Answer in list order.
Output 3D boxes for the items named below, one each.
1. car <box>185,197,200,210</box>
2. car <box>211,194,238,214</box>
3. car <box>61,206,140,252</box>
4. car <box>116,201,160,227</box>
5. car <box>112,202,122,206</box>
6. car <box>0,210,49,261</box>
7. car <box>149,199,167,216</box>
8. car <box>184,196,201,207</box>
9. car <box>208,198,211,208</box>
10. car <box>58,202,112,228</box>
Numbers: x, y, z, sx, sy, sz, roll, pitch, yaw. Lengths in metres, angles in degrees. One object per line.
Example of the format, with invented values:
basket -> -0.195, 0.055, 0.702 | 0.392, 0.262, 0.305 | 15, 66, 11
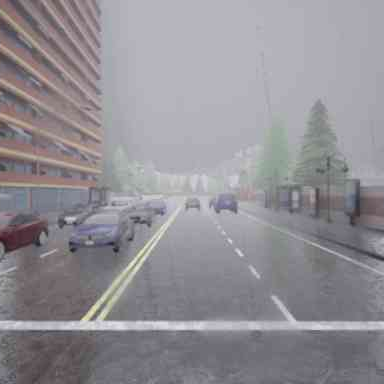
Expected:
car -> 0.104, 1.493, 42.852 | 2.128, 1.511, 4.902 | 0, 0, 0
car -> 3.603, 1.224, 36.043 | 2.150, 2.045, 5.566 | 0, 0, 0
car -> -3.583, 1.526, 13.961 | 1.812, 1.442, 4.674 | 0, 0, 0
car -> -3.577, 1.565, 22.721 | 1.994, 1.385, 4.181 | 0, 0, 1
car -> -7.069, 1.602, 31.938 | 1.895, 1.301, 4.718 | 0, 0, 0
car -> -7.087, 1.478, 12.308 | 1.882, 1.535, 5.008 | 0, 0, 0
car -> -3.567, 1.479, 32.873 | 1.882, 1.535, 5.008 | 0, 0, 0
car -> 0.004, 1.493, 52.276 | 2.128, 1.511, 4.902 | 0, 0, -6
car -> 3.504, 1.353, 48.864 | 2.097, 1.767, 4.553 | 0, 0, 0
car -> -7.085, 1.492, 21.775 | 2.128, 1.511, 4.902 | 0, 0, 0
